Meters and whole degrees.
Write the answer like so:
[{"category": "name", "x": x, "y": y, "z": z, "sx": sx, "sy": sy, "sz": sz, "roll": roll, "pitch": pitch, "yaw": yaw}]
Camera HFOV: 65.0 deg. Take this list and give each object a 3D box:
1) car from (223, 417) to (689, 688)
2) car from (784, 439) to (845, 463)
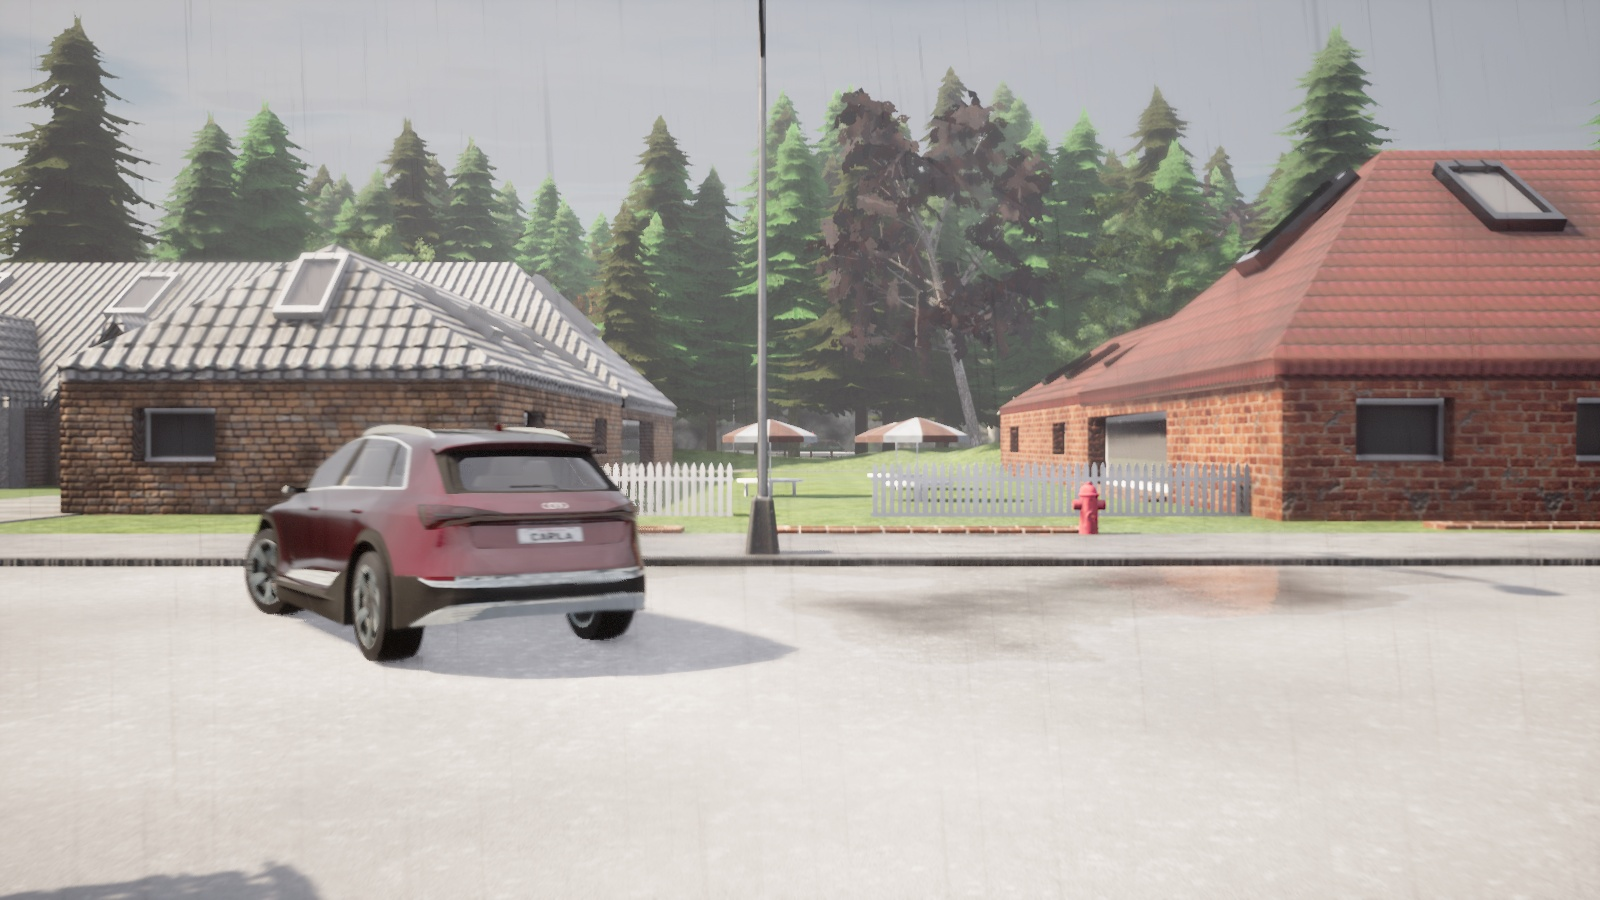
[{"category": "car", "x": -3.047, "y": 0.615, "z": 10.212, "sx": 2.033, "sy": 1.649, "sz": 4.856, "roll": 0, "pitch": 0, "yaw": -36}, {"category": "car", "x": 1.065, "y": 0.046, "z": 95.252, "sx": 4.553, "sy": 1.767, "sz": 2.097, "roll": 0, "pitch": 0, "yaw": 0}]
